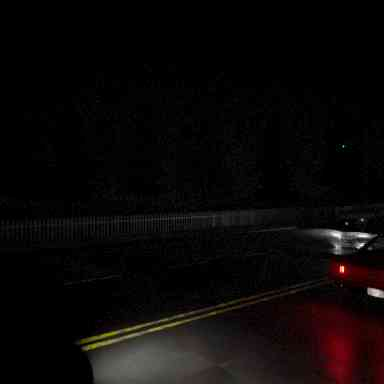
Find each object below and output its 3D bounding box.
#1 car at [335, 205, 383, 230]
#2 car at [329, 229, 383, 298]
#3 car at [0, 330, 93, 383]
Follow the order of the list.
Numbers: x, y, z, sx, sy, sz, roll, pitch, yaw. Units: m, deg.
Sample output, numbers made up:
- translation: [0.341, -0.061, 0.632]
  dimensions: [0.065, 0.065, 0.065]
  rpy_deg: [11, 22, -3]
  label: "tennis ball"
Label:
- translation: [10.652, 1.525, 20.193]
  dimensions: [4.674, 1.442, 1.812]
  rpy_deg: [0, 0, -36]
  label: "car"
- translation: [5.254, 1.601, 7.519]
  dimensions: [4.718, 1.301, 1.895]
  rpy_deg: [0, 0, -35]
  label: "car"
- translation: [-2.869, 1.526, 1.724]
  dimensions: [4.674, 1.442, 1.812]
  rpy_deg: [0, 0, -36]
  label: "car"
